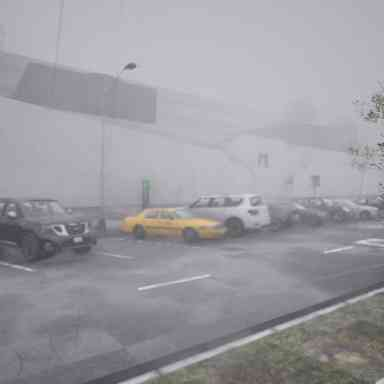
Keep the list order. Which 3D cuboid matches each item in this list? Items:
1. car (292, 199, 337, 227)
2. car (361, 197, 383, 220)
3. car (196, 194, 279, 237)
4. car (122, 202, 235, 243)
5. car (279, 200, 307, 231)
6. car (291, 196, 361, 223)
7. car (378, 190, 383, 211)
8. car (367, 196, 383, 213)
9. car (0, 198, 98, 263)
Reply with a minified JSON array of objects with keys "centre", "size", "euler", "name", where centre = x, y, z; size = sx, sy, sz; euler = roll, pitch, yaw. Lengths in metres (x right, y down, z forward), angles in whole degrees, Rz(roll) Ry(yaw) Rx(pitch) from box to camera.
[{"centre":[6.260,1.356,21.024],"size":[4.674,1.452,2.002],"euler":[-1,-1,35],"name":"car"},{"centre":[11.145,1.254,24.505],"size":[4.674,1.452,2.002],"euler":[-1,0,35],"name":"car"},{"centre":[1.336,1.144,17.548],"size":[5.566,2.045,2.435],"euler":[-1,0,35],"name":"car"},{"centre":[-0.929,1.422,15.687],"size":[5.366,1.575,1.946],"euler":[-1,-1,34],"name":"car"},{"centre":[3.783,1.386,19.288],"size":[4.792,1.488,2.163],"euler":[-1,0,35],"name":"car"},{"centre":[8.674,1.140,22.781],"size":[4.553,1.767,2.185],"euler":[-1,0,35],"name":"car"},{"centre":[20.943,0.739,31.458],"size":[5.566,2.045,2.435],"euler":[-1,0,35],"name":"car"},{"centre":[18.504,1.074,29.714],"size":[4.792,1.488,2.163],"euler":[-1,0,35],"name":"car"},{"centre":[-5.948,1.230,12.295],"size":[5.566,2.045,2.435],"euler":[-1,-1,35],"name":"car"}]
